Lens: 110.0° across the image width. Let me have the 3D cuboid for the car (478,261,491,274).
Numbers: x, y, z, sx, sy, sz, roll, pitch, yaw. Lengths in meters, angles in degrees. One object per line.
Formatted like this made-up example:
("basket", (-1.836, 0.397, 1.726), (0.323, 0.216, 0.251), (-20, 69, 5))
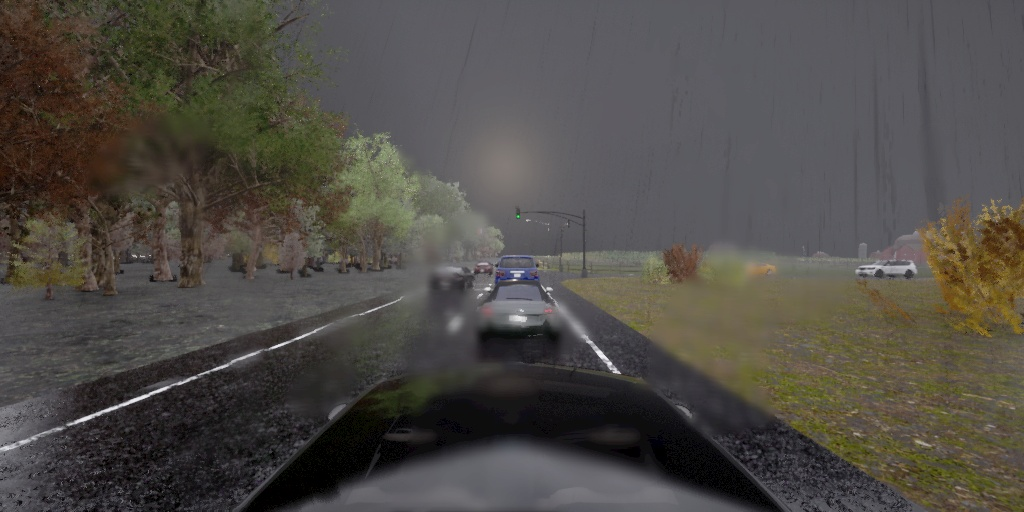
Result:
("car", (-3.037, 1.283, 38.907), (1.812, 1.442, 4.674), (0, 0, 0))

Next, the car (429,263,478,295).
("car", (-3.222, 1.232, 19.934), (1.882, 1.535, 5.008), (0, 0, 1))

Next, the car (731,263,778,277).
("car", (28.125, 1.589, 41.855), (5.008, 1.535, 1.882), (0, -1, 0))

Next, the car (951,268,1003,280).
("car", (49.460, 1.848, 37.921), (4.181, 1.385, 1.994), (1, -1, 2))

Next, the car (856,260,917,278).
("car", (43.407, 1.500, 41.623), (5.566, 2.045, 2.150), (1, -1, 1))

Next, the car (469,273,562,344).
("car", (0.173, 1.316, 9.637), (1.994, 1.385, 4.181), (0, 0, 1))

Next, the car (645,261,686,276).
("car", (18.049, 1.354, 42.046), (4.553, 1.767, 2.097), (1, -1, 2))

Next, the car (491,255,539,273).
("car", (0.273, 0.977, 19.145), (2.150, 2.045, 5.566), (0, 0, 1))
